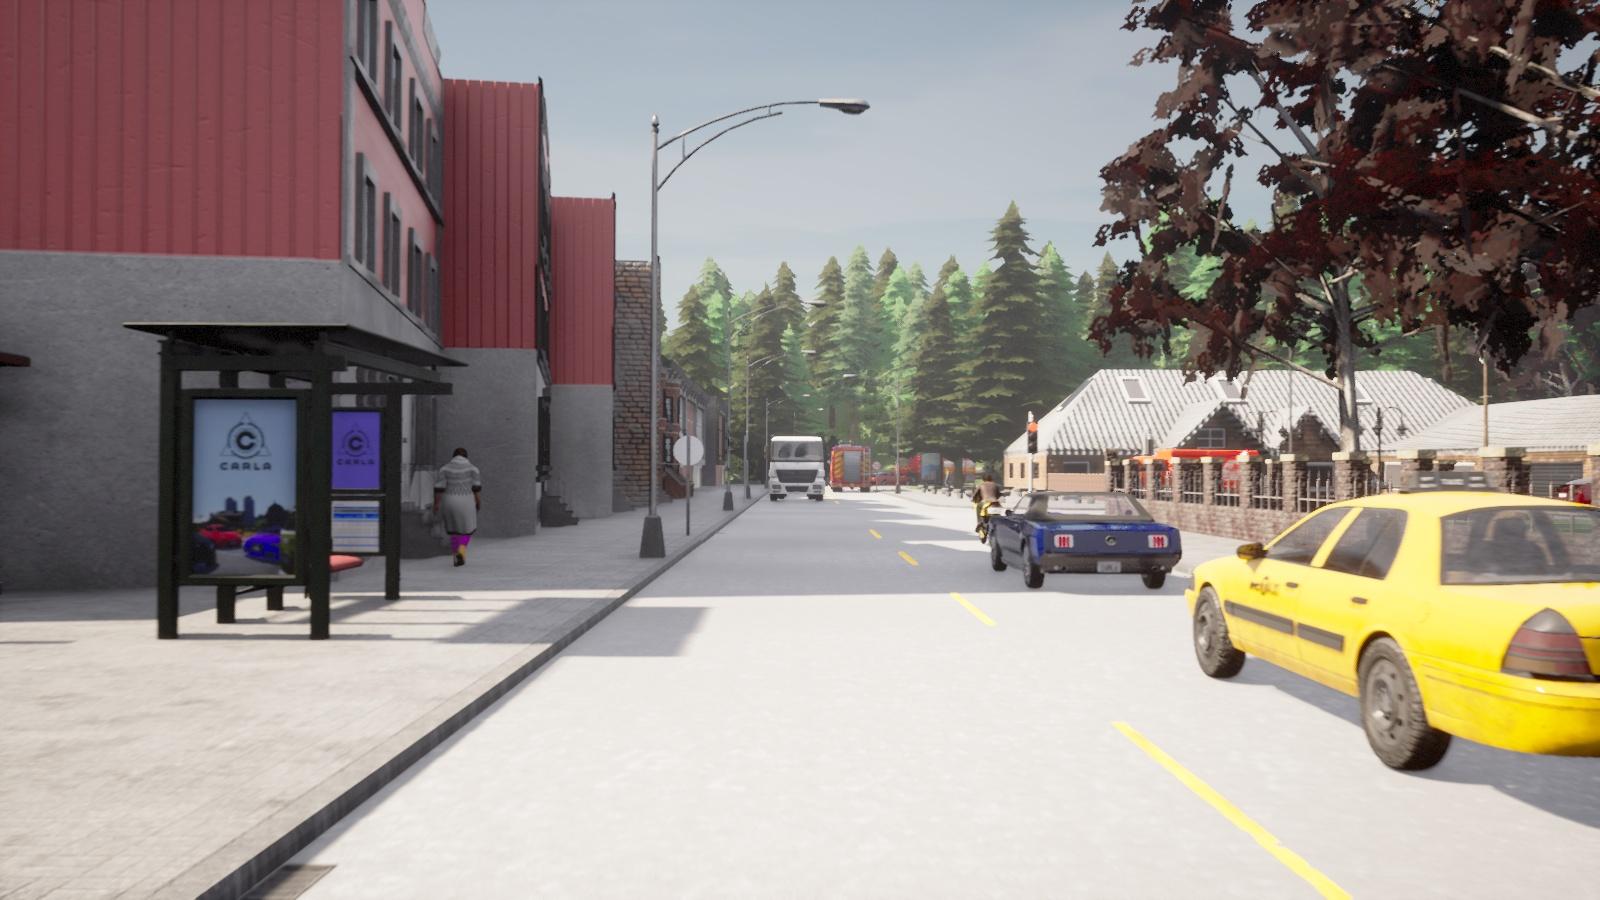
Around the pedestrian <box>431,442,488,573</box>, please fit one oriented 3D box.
[{"bbox_3d":[-5.194,0.866,19.191,0.659,1.952,0.873,0,-1,-2],"label":"pedestrian"}]

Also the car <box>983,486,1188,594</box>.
[{"bbox_3d":[3.957,1.205,18.255,1.895,1.301,4.718,0,-1,0],"label":"car"}]

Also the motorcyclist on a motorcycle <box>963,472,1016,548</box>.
[{"bbox_3d":[3.933,1.220,26.248,0.797,1.523,2.044,0,-1,0],"label":"motorcyclist on a motorcycle"}]

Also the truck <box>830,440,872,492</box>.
[{"bbox_3d":[3.815,1.245,96.187,2.891,3.827,8.468,0,-1,0],"label":"truck"}]

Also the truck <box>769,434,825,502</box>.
[{"bbox_3d":[-0.170,0.976,68.232,2.891,3.462,7.936,0,-1,0],"label":"truck"}]

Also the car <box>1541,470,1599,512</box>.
[{"bbox_3d":[29.864,1.456,45.450,4.792,1.488,2.163,0,-1,-2],"label":"car"}]

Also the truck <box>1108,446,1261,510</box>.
[{"bbox_3d":[15.072,1.097,49.484,5.204,2.467,2.627,0,-1,1],"label":"truck"}]

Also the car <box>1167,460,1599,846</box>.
[{"bbox_3d":[3.979,0.869,7.822,1.801,1.575,5.366,0,-1,0],"label":"car"}]
